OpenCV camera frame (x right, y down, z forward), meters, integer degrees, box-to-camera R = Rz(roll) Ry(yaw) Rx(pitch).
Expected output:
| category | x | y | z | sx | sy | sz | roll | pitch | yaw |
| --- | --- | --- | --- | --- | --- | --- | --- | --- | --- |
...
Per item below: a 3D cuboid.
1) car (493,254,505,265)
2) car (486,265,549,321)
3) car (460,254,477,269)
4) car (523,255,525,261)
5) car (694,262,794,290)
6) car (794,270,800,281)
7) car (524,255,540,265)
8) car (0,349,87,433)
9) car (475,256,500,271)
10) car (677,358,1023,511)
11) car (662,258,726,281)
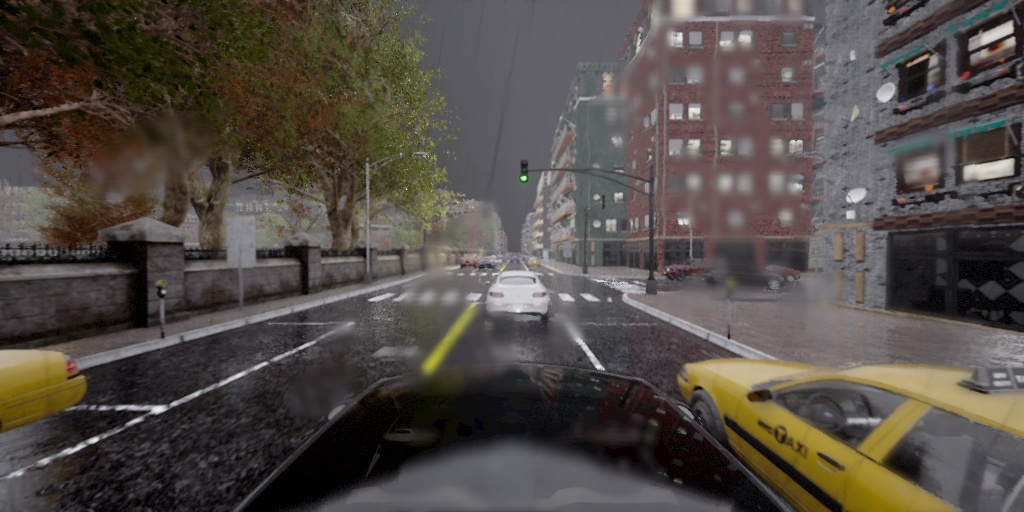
| category | x | y | z | sx | sy | sz | roll | pitch | yaw |
| --- | --- | --- | --- | --- | --- | --- | --- | --- | --- |
| car | -2.580 | 0.828 | 58.553 | 1.895 | 1.301 | 4.718 | 0 | 0 | 1 |
| car | 0.182 | 1.179 | 11.883 | 1.812 | 1.442 | 4.674 | 0 | 1 | 0 |
| car | -5.332 | 0.655 | 45.639 | 2.192 | 1.841 | 5.009 | 0 | 0 | 0 |
| car | 3.139 | 0.789 | 56.640 | 1.888 | 1.381 | 4.507 | 0 | 0 | 0 |
| car | 14.848 | 1.353 | 23.130 | 4.892 | 1.490 | 1.837 | 1 | 0 | 0 |
| car | 20.515 | 1.417 | 28.864 | 4.507 | 1.381 | 1.888 | 0 | 0 | 0 |
| car | 3.095 | 0.818 | 51.276 | 1.751 | 1.417 | 4.829 | 0 | 0 | 0 |
| car | -5.689 | 1.271 | 1.907 | 1.751 | 1.417 | 4.829 | 0 | 0 | 0 |
| car | -2.773 | 0.983 | 41.010 | 1.895 | 1.301 | 4.718 | 0 | 1 | 1 |
| car | 2.693 | 1.273 | 2.179 | 1.751 | 1.417 | 4.829 | 0 | 0 | 0 |
| car | 14.820 | 1.083 | 28.892 | 5.009 | 1.841 | 2.192 | 0 | 0 | 0 |
